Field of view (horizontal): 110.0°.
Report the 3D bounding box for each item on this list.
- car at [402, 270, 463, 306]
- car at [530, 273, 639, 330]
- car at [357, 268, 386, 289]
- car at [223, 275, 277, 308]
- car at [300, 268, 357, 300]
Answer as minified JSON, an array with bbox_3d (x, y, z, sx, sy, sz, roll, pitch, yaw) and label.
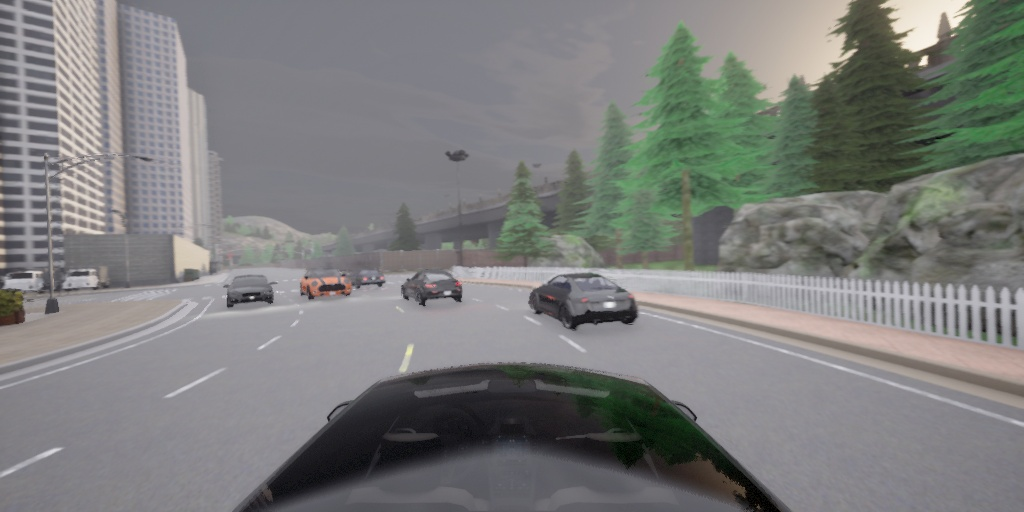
[{"bbox_3d":[-3.742,1.371,16.537,1.812,1.442,4.674,-2,0,-30],"label":"car"},{"bbox_3d":[1.953,1.201,10.889,1.994,1.385,4.181,-2,0,-14],"label":"car"},{"bbox_3d":[-11.068,1.649,26.918,2.033,1.411,5.357,-3,0,-36],"label":"car"},{"bbox_3d":[-13.631,1.756,18.713,1.837,1.490,4.892,-2,0,-37],"label":"car"},{"bbox_3d":[-10.936,1.471,20.946,2.097,1.767,4.553,-2,0,-37],"label":"car"}]
